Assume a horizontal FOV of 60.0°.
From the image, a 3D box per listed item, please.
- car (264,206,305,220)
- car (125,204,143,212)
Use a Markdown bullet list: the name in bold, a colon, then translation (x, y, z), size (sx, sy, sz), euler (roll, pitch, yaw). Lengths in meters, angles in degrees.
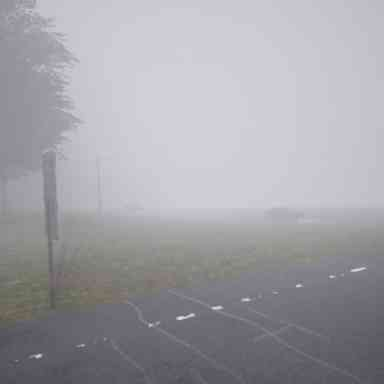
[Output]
- **car**: translation (9.450, 2.109, 34.143), size (1.994, 1.385, 4.181), euler (-3, 0, -35)
- **car**: translation (-11.144, 3.035, 63.569), size (1.882, 1.535, 5.008), euler (-3, 0, -33)
